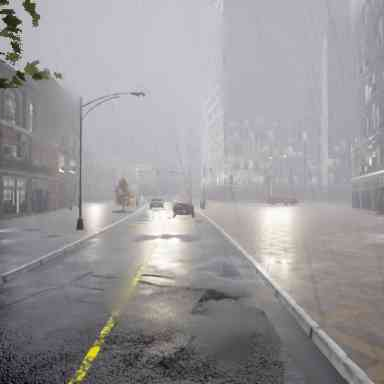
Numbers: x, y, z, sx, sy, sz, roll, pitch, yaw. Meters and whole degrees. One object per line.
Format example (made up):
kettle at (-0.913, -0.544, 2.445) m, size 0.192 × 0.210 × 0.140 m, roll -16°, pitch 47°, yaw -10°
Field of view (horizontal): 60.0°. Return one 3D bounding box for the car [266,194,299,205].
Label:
car at (13.946, 1.200, 51.509) m, size 5.009 × 1.841 × 2.192 m, roll 0°, pitch -1°, yaw 15°

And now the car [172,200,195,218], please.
car at (-0.816, 1.482, 30.774) m, size 1.882 × 1.535 × 5.008 m, roll 0°, pitch 0°, yaw -3°

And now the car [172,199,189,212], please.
car at (-1.499, 1.606, 40.650) m, size 1.895 × 1.301 × 4.718 m, roll 0°, pitch 0°, yaw -4°

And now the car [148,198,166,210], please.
car at (-4.563, 1.509, 43.408) m, size 1.837 × 1.490 × 4.892 m, roll 0°, pitch -1°, yaw -4°
